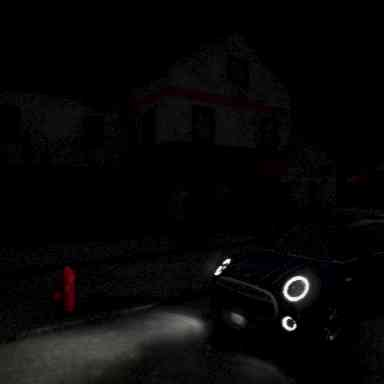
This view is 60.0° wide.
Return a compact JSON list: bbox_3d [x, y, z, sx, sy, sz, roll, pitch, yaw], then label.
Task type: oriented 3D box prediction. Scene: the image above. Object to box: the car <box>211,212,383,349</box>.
[{"bbox_3d":[2.547,1.321,6.306,4.553,1.767,2.097,0,0,-34],"label":"car"}]
